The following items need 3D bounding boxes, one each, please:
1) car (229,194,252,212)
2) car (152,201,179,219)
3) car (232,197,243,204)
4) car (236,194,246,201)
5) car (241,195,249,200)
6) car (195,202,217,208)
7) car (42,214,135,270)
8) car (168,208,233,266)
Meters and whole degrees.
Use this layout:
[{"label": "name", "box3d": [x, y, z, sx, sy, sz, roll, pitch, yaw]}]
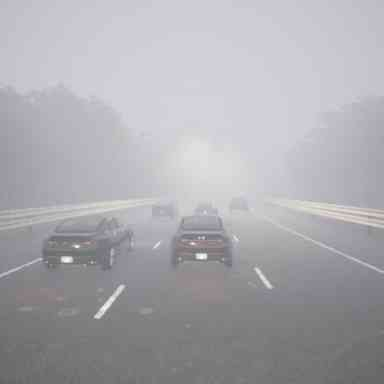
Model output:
[{"label": "car", "box3d": [5.482, 1.338, 38.947, 2.097, 1.767, 4.553, 0, 0, 6]}, {"label": "car", "box3d": [-2.248, 1.479, 29.104, 1.882, 1.535, 5.008, 0, 0, 4]}, {"label": "car", "box3d": [9.131, 1.586, 66.190, 1.895, 1.301, 4.718, 0, 0, 10]}, {"label": "car", "box3d": [12.112, 1.354, 81.521, 2.097, 1.767, 4.553, 0, 0, 12]}, {"label": "car", "box3d": [14.716, 1.517, 93.003, 1.812, 1.442, 4.674, 0, 0, 14]}, {"label": "car", "box3d": [1.216, 1.569, 28.450, 1.994, 1.385, 4.181, 0, 0, 4]}, {"label": "car", "box3d": [-3.183, 1.505, 11.076, 1.837, 1.490, 4.892, 0, 0, 2]}, {"label": "car", "box3d": [0.332, 1.508, 11.497, 1.837, 1.490, 4.892, 0, 0, 2]}]
